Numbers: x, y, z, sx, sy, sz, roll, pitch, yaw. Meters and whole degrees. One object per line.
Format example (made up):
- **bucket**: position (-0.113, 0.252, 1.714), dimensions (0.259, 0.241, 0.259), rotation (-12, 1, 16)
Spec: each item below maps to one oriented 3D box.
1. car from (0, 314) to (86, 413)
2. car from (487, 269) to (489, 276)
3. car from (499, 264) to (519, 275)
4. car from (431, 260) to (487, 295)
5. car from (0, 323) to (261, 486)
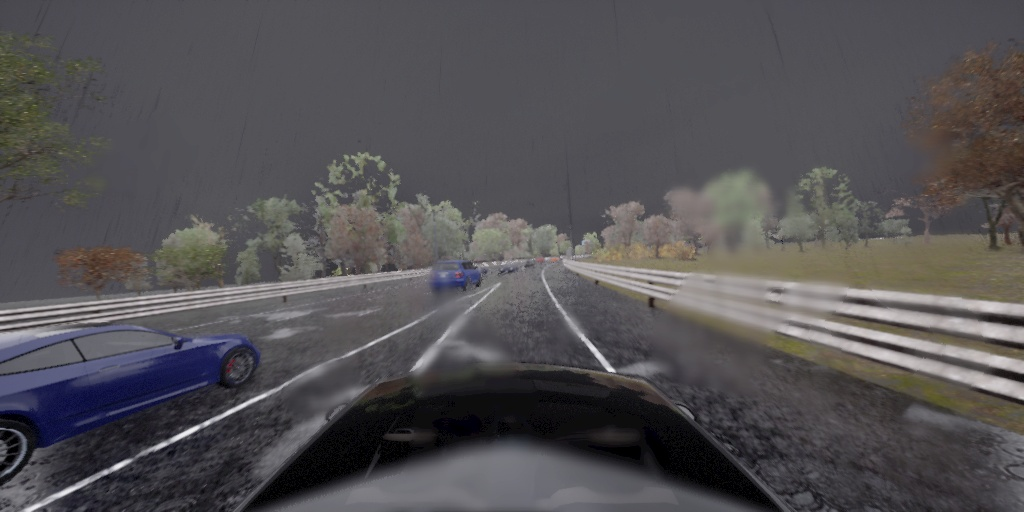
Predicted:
- **car**: position (-9.410, 1.901, 4.691), dimensions (1.812, 1.442, 4.674), rotation (-4, 0, 6)
- **car**: position (-4.142, 1.874, 43.234), dimensions (1.895, 1.301, 4.718), rotation (-4, 0, 9)
- **car**: position (-0.283, 1.612, 45.191), dimensions (1.895, 1.301, 4.718), rotation (-4, 0, 9)
- **car**: position (-3.561, 1.313, 23.705), dimensions (2.150, 2.045, 5.566), rotation (-4, 0, 8)
- **car**: position (-5.876, 1.650, 4.873), dimensions (1.812, 1.442, 4.674), rotation (-4, 0, 6)
